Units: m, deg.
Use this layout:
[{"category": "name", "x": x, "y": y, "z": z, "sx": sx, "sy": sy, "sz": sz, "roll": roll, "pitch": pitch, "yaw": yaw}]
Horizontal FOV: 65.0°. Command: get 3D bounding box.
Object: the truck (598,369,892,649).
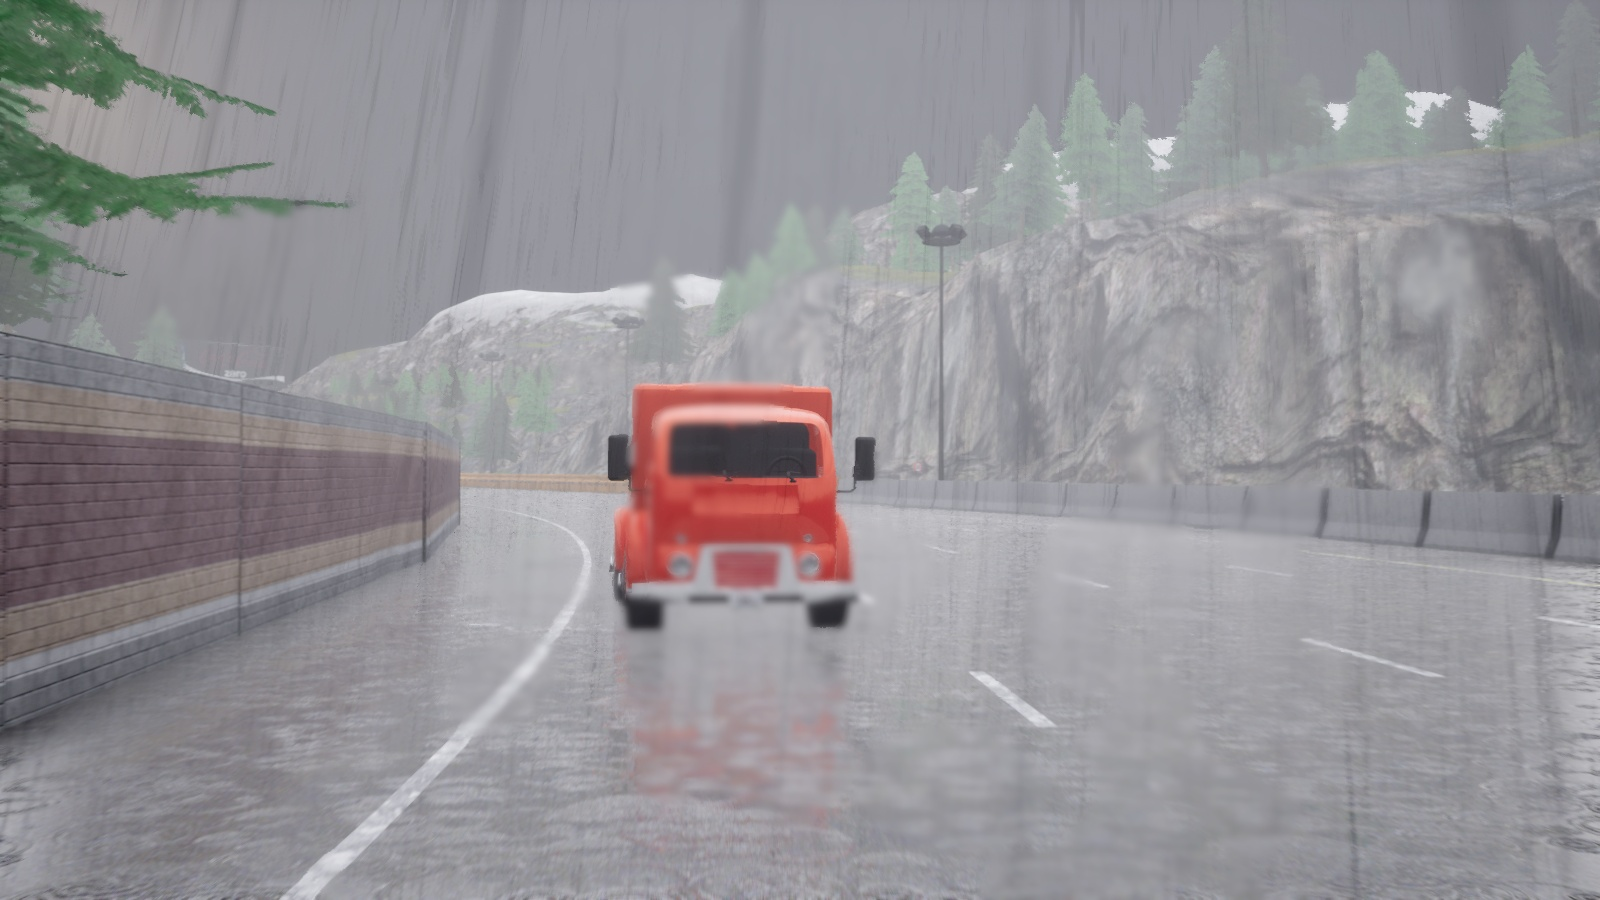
[{"category": "truck", "x": -0.782, "y": 0.562, "z": 13.804, "sx": 2.627, "sy": 2.467, "sz": 5.204, "roll": 0, "pitch": -1, "yaw": -7}]
